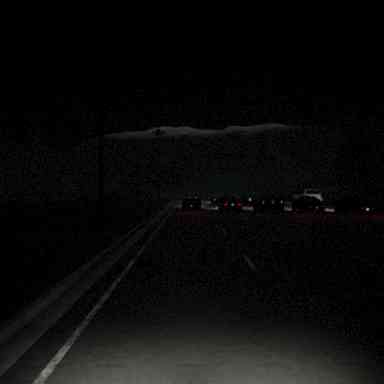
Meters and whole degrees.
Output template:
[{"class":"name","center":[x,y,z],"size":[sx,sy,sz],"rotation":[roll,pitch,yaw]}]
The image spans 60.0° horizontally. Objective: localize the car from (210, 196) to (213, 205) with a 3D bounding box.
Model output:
[{"class":"car","center":[3.406,0.972,43.108],"size":[1.895,1.301,4.718],"rotation":[0,1,0]}]

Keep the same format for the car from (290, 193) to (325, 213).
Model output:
[{"class":"car","center":[10.467,1.086,30.163],"size":[1.812,1.442,4.674],"rotation":[0,1,0]}]

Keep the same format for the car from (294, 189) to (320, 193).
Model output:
[{"class":"car","center":[13.924,0.630,40.651],"size":[2.150,2.045,5.566],"rotation":[0,1,0]}]

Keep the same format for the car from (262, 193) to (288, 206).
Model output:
[{"class":"car","center":[10.411,0.877,42.138],"size":[2.128,1.511,4.902],"rotation":[0,1,0]}]

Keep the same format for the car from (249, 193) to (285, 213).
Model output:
[{"class":"car","center":[6.966,0.903,30.830],"size":[2.097,1.767,4.553],"rotation":[0,1,0]}]

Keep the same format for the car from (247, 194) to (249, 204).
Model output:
[{"class":"car","center":[6.915,0.938,41.823],"size":[2.033,1.411,5.357],"rotation":[0,1,0]}]

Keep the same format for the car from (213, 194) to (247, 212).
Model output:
[{"class":"car","center":[3.468,1.095,30.981],"size":[2.033,1.411,5.357],"rotation":[0,1,0]}]

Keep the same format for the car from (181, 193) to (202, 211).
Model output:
[{"class":"car","center":[-0.040,1.011,32.942],"size":[2.128,1.511,4.902],"rotation":[0,1,0]}]

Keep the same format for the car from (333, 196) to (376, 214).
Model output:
[{"class":"car","center":[13.977,1.083,28.898],"size":[1.837,1.490,4.892],"rotation":[0,1,0]}]

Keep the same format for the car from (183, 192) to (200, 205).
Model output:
[{"class":"car","center":[-0.091,0.861,43.274],"size":[2.128,1.511,4.902],"rotation":[0,1,0]}]
